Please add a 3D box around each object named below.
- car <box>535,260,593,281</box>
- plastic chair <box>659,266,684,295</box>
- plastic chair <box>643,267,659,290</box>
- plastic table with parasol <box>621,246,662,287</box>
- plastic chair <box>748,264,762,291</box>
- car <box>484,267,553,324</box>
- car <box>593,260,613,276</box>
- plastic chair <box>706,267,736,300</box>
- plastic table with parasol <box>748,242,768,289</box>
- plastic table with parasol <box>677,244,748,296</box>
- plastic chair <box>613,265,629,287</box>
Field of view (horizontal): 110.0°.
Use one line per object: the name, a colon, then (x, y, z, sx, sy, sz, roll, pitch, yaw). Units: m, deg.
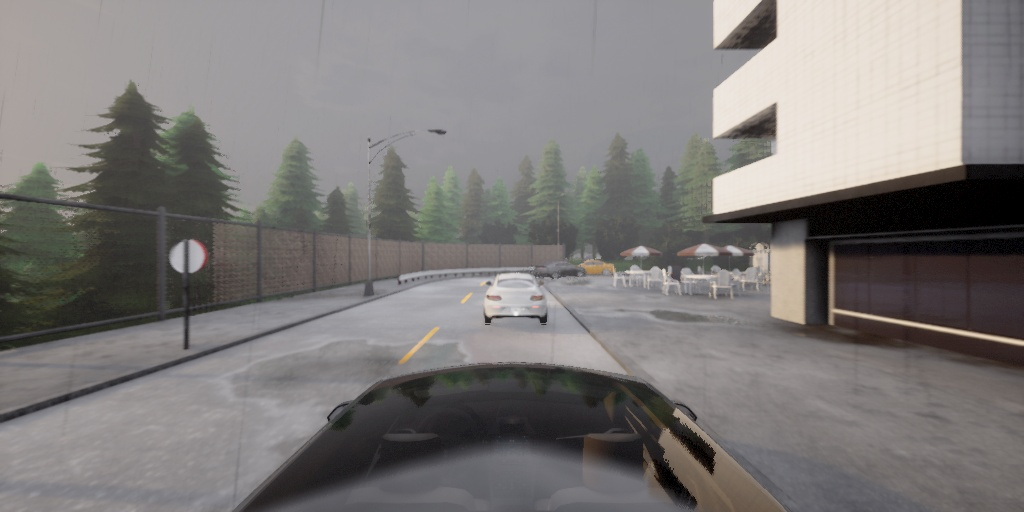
car: (4.037, 1.178, 29.681, 4.902, 1.511, 2.128, 0, -1, -35)
plastic chair: (7.769, 1.243, 17.505, 0.730, 1.272, 0.750, 0, 0, 10)
plastic chair: (8.009, 1.237, 20.215, 0.750, 1.272, 0.730, 0, 0, 10)
plastic table with parasol: (7.789, 0.629, 21.625, 2.482, 2.480, 2.482, 0, 0, 0)
plastic chair: (12.839, 1.238, 19.496, 0.750, 1.272, 0.730, 0, 0, 10)
car: (0.104, 1.253, 11.705, 1.812, 1.442, 4.674, 0, 0, 0)
car: (7.352, 1.152, 34.709, 5.008, 1.535, 1.882, 0, 0, -6)
plastic chair: (9.260, 1.247, 15.886, 0.750, 1.272, 0.730, 0, 0, 10)
plastic table with parasol: (12.649, 0.631, 20.906, 2.482, 2.480, 2.482, 0, 0, 0)
plastic table with parasol: (9.249, 0.639, 17.316, 2.482, 2.480, 2.482, 0, 0, 0)
plastic chair: (6.519, 1.210, 21.835, 0.730, 1.272, 0.750, 0, 0, 10)
